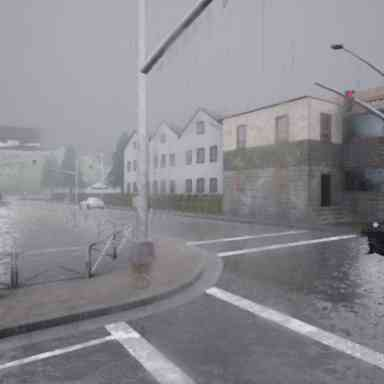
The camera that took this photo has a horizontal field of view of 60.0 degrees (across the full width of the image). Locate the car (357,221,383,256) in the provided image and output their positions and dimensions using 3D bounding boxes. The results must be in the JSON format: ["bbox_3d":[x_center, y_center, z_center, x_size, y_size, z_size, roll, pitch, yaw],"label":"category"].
[{"bbox_3d":[6.587,1.383,9.642,1.882,1.535,5.008,2,1,7],"label":"car"}]

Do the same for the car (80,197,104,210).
[{"bbox_3d":[-11.991,1.372,39.908,1.812,1.442,4.674,0,0,-35],"label":"car"}]
